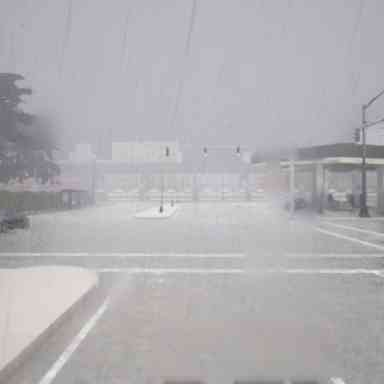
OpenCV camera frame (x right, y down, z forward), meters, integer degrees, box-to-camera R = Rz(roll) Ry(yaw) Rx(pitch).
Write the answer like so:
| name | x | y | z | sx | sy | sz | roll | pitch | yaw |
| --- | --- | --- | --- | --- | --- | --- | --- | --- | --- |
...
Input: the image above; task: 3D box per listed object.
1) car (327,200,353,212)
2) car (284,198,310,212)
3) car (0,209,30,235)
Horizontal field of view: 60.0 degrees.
| name | x | y | z | sx | sy | sz | roll | pitch | yaw |
| --- | --- | --- | --- | --- | --- | --- | --- | --- | --- |
| car | 18.943 | 1.777 | 42.720 | 1.970 | 1.475 | 3.806 | 0 | 0 | 0 |
| car | 13.198 | 1.610 | 41.958 | 2.242 | 1.667 | 4.611 | 0 | 0 | 0 |
| car | -11.506 | 1.715 | 19.833 | 1.994 | 1.385 | 4.181 | 0 | 0 | 0 |
